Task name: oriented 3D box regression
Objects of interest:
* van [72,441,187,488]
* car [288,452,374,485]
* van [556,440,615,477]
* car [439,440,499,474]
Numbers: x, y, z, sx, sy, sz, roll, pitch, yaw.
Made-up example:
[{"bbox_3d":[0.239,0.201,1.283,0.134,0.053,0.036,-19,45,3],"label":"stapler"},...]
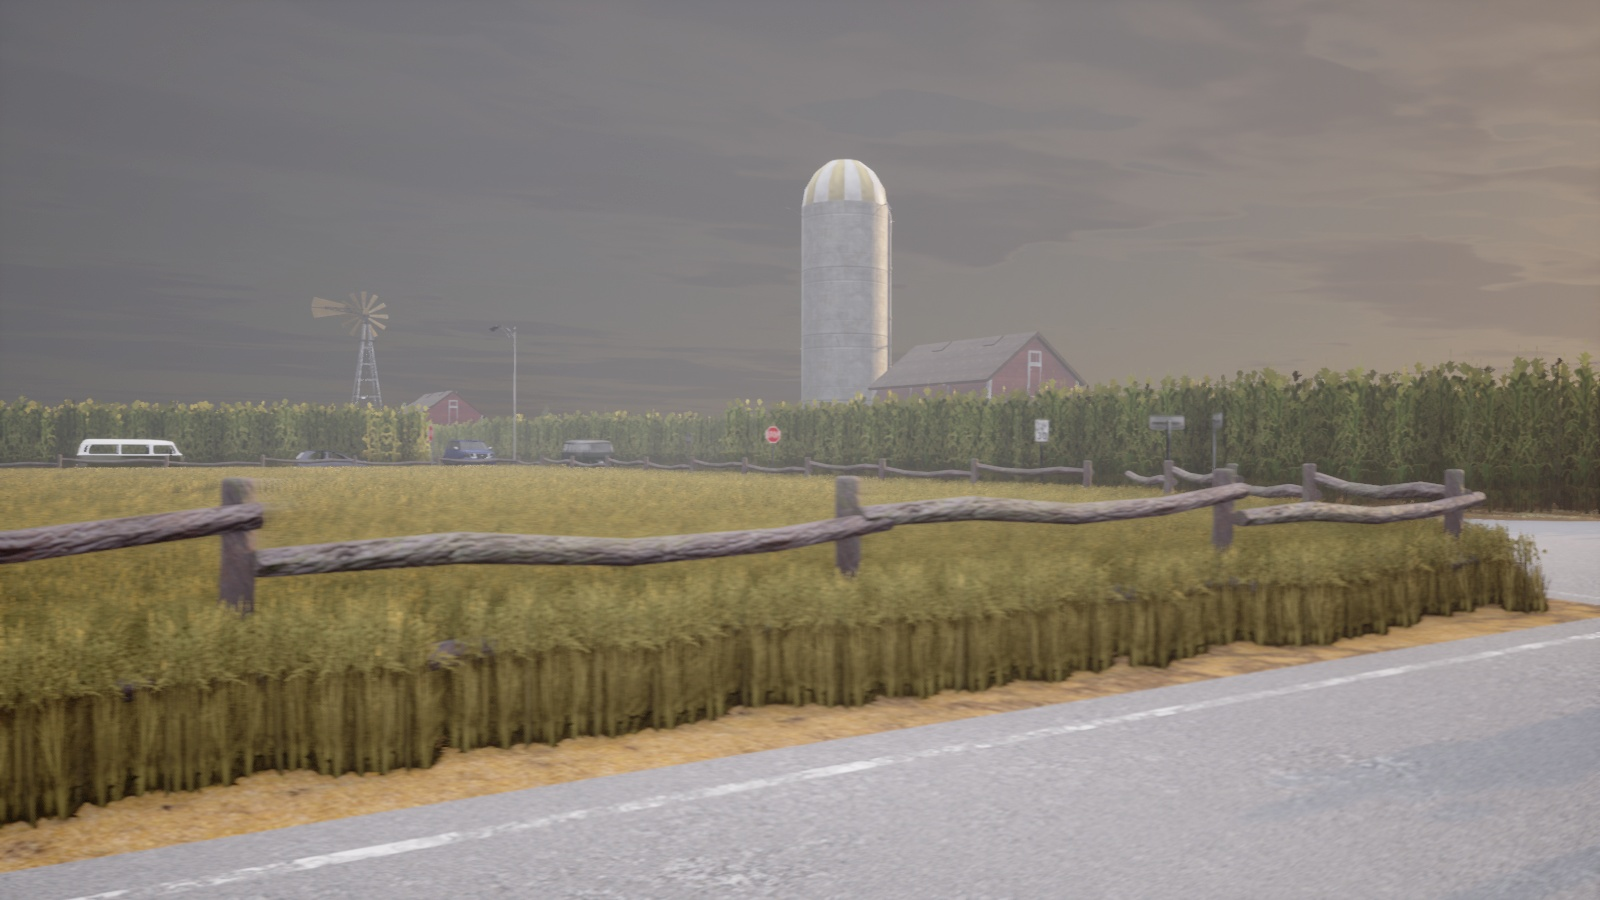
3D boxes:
[{"bbox_3d":[-30.293,0.648,56.737,4.480,2.038,2.069,0,0,-31],"label":"van"},{"bbox_3d":[-22.892,0.882,61.262,3.633,1.501,1.845,-1,0,-31],"label":"car"},{"bbox_3d":[-12.166,0.461,71.099,1.775,1.987,4.442,-1,1,-31],"label":"van"},{"bbox_3d":[-21.083,0.447,79.838,2.150,2.045,5.566,0,0,-31],"label":"car"}]
